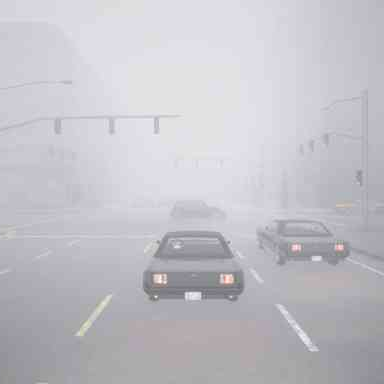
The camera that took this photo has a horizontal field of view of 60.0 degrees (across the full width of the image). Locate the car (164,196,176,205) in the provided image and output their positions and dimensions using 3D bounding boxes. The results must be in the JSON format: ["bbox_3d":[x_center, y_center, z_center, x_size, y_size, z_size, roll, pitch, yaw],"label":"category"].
[{"bbox_3d":[-3.984,1.505,60.106,1.837,1.490,4.892,0,0,1],"label":"car"}]

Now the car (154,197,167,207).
[{"bbox_3d":[-4.065,1.547,50.263,2.033,1.411,5.357,0,0,0],"label":"car"}]

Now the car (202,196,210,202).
[{"bbox_3d":[3.248,1.595,77.408,1.895,1.301,4.718,0,0,1],"label":"car"}]

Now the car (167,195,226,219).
[{"bbox_3d":[0.497,1.377,27.086,4.553,1.767,2.097,0,0,0],"label":"car"}]

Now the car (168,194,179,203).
[{"bbox_3d":[-3.822,1.355,70.077,2.097,1.767,4.553,0,0,1],"label":"car"}]

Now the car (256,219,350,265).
[{"bbox_3d":[3.542,1.601,11.655,1.895,1.301,4.718,0,0,0],"label":"car"}]

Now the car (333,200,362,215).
[{"bbox_3d":[17.189,1.533,34.278,5.008,1.535,1.882,0,0,0],"label":"car"}]

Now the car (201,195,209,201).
[{"bbox_3d":[3.343,1.553,87.383,1.994,1.385,4.181,0,0,1],"label":"car"}]

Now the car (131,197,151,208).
[{"bbox_3d":[-7.547,1.505,47.854,1.837,1.490,4.892,0,0,0],"label":"car"}]

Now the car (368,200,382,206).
[{"bbox_3d":[19.254,1.547,30.777,4.902,1.511,2.128,0,0,0],"label":"car"}]

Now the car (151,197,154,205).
[{"bbox_3d":[-7.516,1.547,58.421,2.033,1.411,5.357,0,0,0],"label":"car"}]

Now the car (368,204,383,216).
[{"bbox_3d":[3.593,1.221,1.903,2.150,2.045,5.566,0,0,0],"label":"car"}]

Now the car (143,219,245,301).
[{"bbox_3d":[0.038,1.601,8.267,1.895,1.301,4.718,0,0,0],"label":"car"}]
